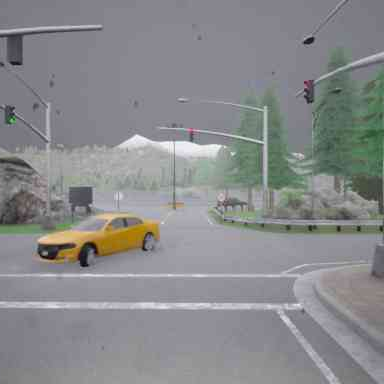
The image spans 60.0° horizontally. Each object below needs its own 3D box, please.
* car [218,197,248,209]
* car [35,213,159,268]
[{"bbox_3d":[6.000,1.547,47.219,4.553,1.767,2.097,0,0,-10],"label":"car"},{"bbox_3d":[-3.185,1.568,12.138,1.882,1.535,5.008,-2,-1,30],"label":"car"}]
